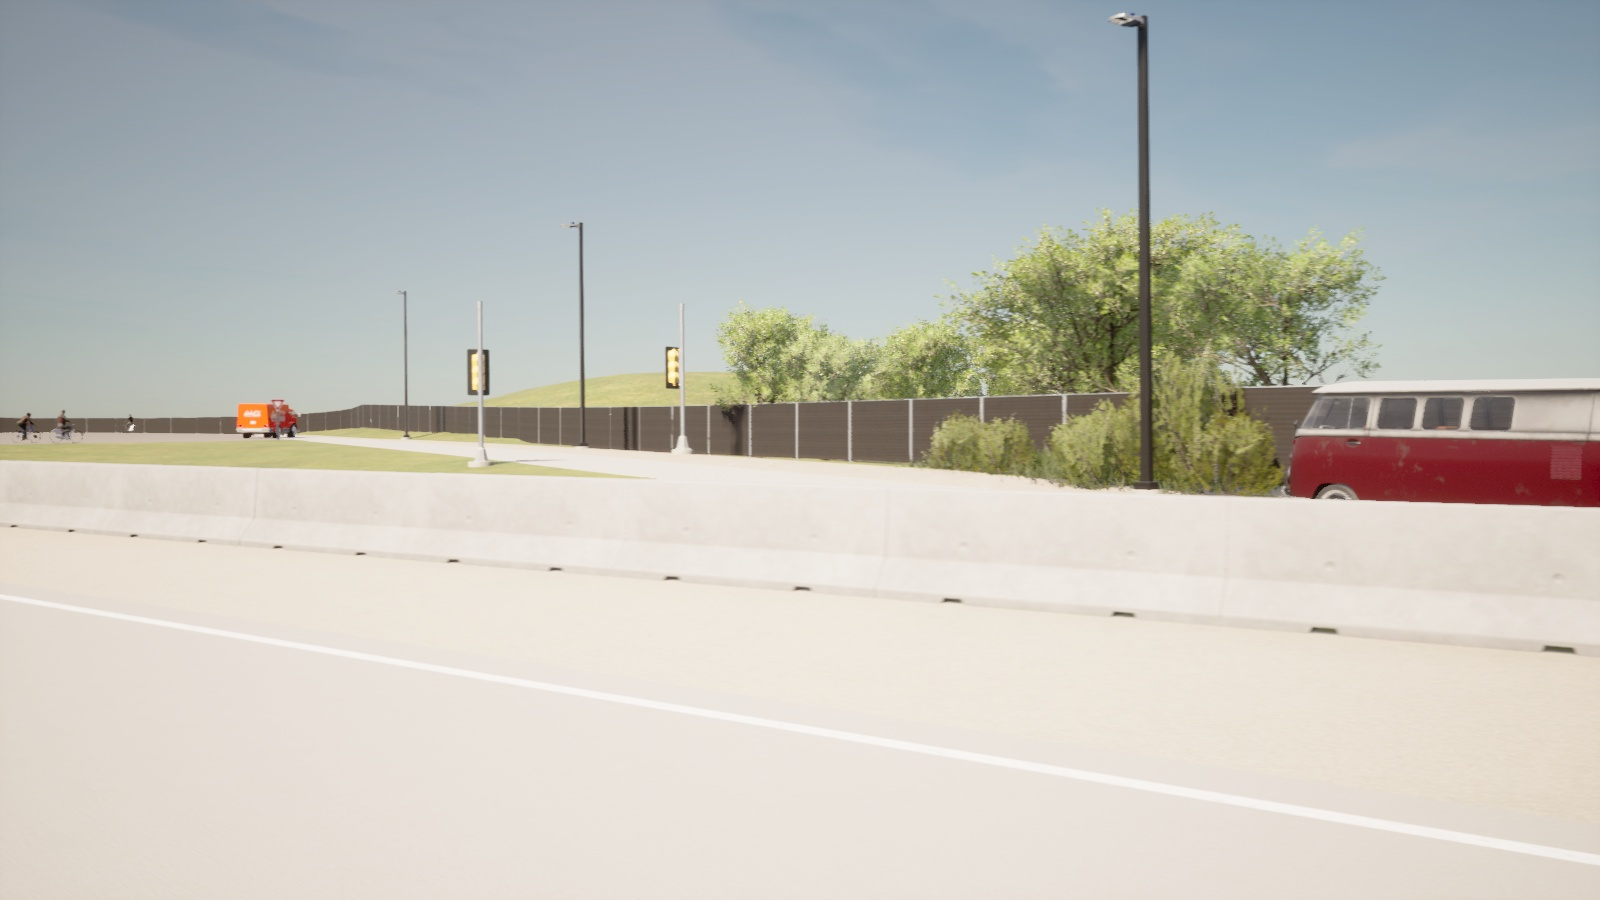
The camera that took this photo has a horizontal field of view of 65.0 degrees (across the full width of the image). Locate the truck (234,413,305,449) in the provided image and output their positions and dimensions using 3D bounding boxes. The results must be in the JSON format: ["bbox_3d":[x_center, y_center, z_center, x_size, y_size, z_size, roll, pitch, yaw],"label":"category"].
[{"bbox_3d":[-38.109,-1.410,90.353,2.627,2.467,5.204,-1,1,4],"label":"truck"}]

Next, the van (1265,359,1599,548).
[{"bbox_3d":[8.130,-0.016,15.292,1.775,1.987,4.442,-2,2,-34],"label":"van"}]

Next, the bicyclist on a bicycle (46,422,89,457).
[{"bbox_3d":[-38.288,-0.538,65.675,0.659,1.776,1.843,-1,1,25],"label":"bicyclist on a bicycle"}]
